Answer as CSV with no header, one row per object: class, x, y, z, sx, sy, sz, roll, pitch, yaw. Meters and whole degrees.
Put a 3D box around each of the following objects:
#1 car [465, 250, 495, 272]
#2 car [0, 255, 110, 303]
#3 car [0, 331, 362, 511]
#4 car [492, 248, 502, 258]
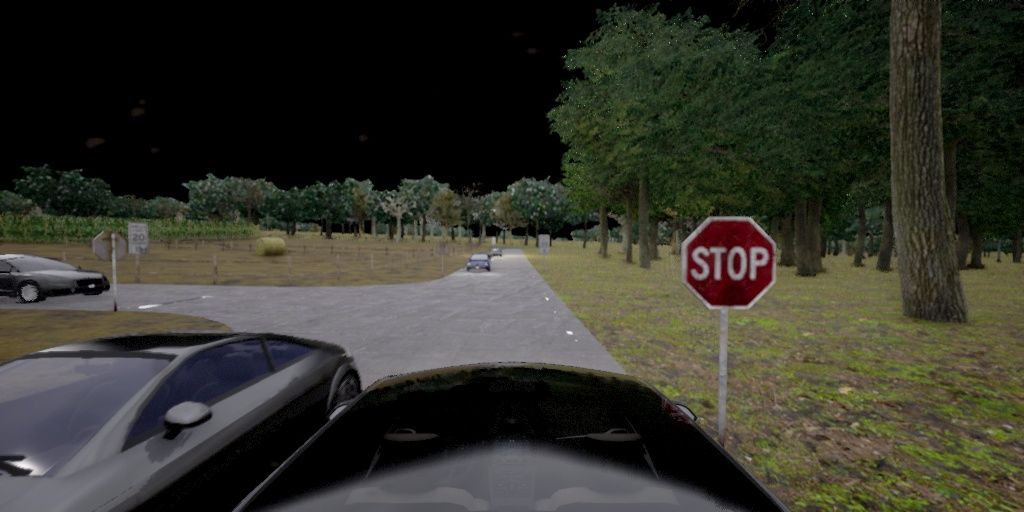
car,-2.615,0.513,29.522,1.812,1.442,4.674,0,2,0
car,-17.012,0.744,12.454,4.892,1.490,1.837,1,1,0
car,-2.745,1.307,2.491,1.994,1.385,4.181,0,1,0
car,-2.495,-0.467,54.827,1.994,1.385,4.181,0,3,0
